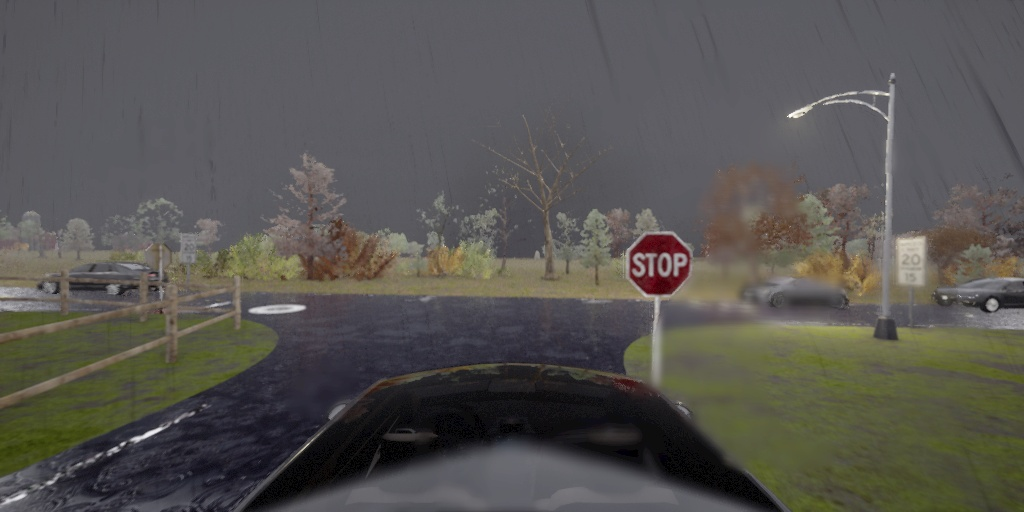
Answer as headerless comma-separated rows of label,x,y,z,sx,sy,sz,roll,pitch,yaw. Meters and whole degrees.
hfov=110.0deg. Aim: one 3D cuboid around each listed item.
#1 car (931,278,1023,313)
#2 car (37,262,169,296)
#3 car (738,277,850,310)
car,22.580,1.785,16.647,4.892,1.490,1.837,1,0,0
car,-19.007,1.019,16.763,4.892,1.490,1.837,1,0,0
car,12.960,1.673,16.640,4.181,1.385,1.994,1,0,-1
